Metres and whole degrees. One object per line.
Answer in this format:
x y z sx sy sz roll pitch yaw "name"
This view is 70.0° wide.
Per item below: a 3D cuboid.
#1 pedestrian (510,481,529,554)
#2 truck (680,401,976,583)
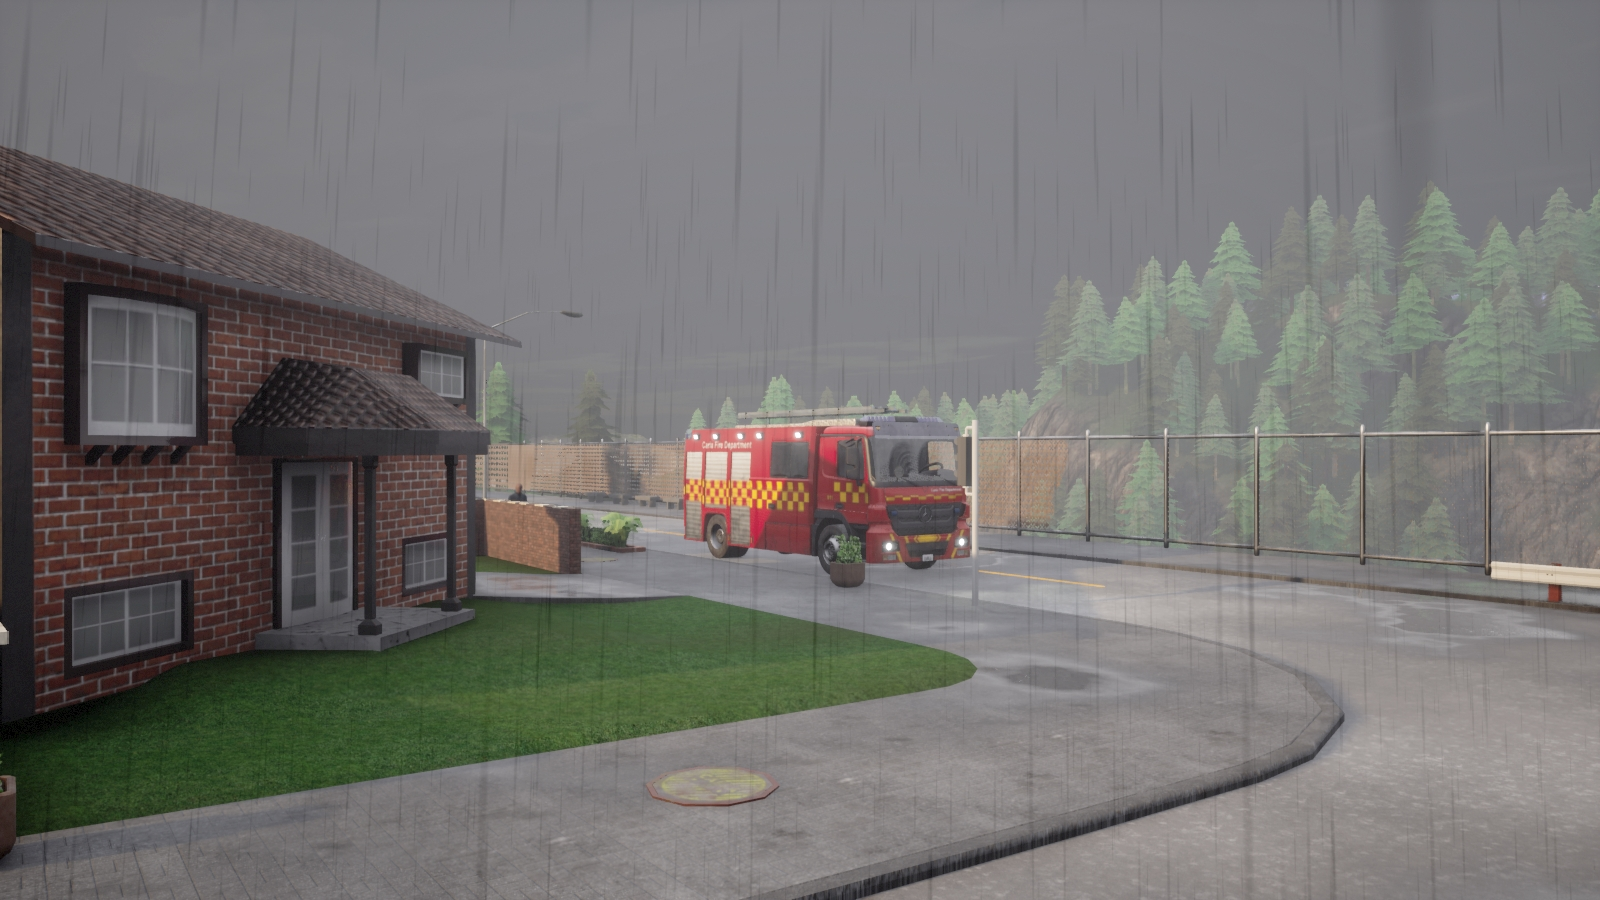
-7.309 1.745 29.771 0.375 1.860 0.375 0 0 -36 "pedestrian"
0.353 0.890 28.322 2.891 3.827 8.468 0 0 -35 "truck"
